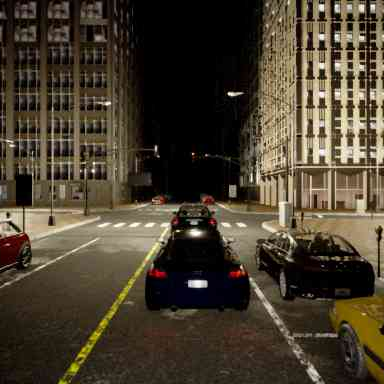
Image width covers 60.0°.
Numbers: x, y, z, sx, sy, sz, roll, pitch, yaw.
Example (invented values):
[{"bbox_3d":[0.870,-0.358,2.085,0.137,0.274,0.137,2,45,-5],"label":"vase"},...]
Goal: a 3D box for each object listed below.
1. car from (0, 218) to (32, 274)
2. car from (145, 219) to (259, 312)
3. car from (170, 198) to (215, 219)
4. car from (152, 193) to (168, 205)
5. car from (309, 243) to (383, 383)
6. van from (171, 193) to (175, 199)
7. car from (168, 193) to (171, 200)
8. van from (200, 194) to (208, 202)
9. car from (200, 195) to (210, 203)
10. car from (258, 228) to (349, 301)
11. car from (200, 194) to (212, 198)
[{"bbox_3d":[-5.692,1.439,8.117,1.967,1.590,4.097,0,0,0],"label":"car"},{"bbox_3d":[0.098,1.563,7.779,1.994,1.385,4.181,0,0,0],"label":"car"},{"bbox_3d":[0.090,1.347,16.412,2.097,1.767,4.553,0,0,0],"label":"car"},{"bbox_3d":[-5.811,1.390,57.380,1.967,1.590,4.097,0,0,0],"label":"car"},{"bbox_3d":[2.690,1.525,2.625,1.752,1.417,4.829,0,0,0],"label":"car"},{"bbox_3d":[-5.726,1.239,80.121,1.690,1.788,3.998,0,0,0],"label":"van"},{"bbox_3d":[-5.747,1.253,63.066,2.192,1.841,5.009,0,0,0],"label":"car"},{"bbox_3d":[2.657,1.253,74.436,1.690,1.788,3.998,0,0,0],"label":"van"},{"bbox_3d":[2.659,1.365,68.751,1.967,1.590,4.097,0,0,0],"label":"car"},{"bbox_3d":[2.688,1.550,8.123,2.008,1.369,4.403,0,0,0],"label":"car"},{"bbox_3d":[2.761,1.390,57.383,1.967,1.590,4.097,0,0,0],"label":"car"}]
